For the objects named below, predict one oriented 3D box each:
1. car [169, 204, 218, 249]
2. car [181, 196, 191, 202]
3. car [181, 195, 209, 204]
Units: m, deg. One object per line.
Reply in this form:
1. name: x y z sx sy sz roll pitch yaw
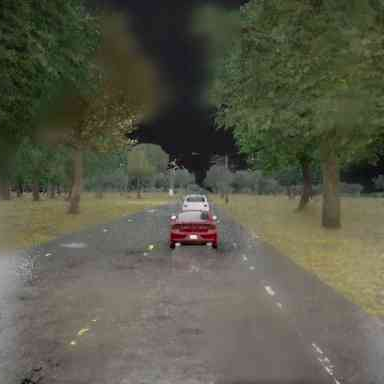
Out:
1. car: 0.090 1.492 14.620 1.882 1.535 5.008 0 0 1
2. car: -1.438 1.632 76.777 2.033 1.411 5.357 0 0 2
3. car: 0.359 1.282 29.633 2.150 2.045 5.566 0 0 1
